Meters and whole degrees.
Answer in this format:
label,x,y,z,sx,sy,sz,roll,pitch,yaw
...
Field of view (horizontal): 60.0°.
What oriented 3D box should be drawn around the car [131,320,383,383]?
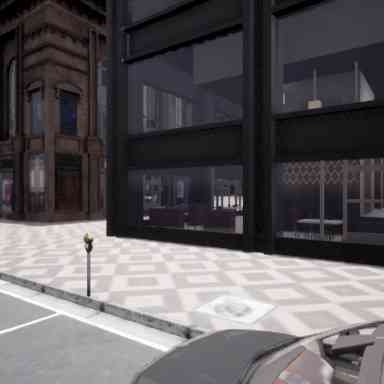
label,x,y,z,sx,sy,sz,roll,pitch,yaw
car,1.444,1.550,1.934,4.403,1.369,2.008,0,0,36
